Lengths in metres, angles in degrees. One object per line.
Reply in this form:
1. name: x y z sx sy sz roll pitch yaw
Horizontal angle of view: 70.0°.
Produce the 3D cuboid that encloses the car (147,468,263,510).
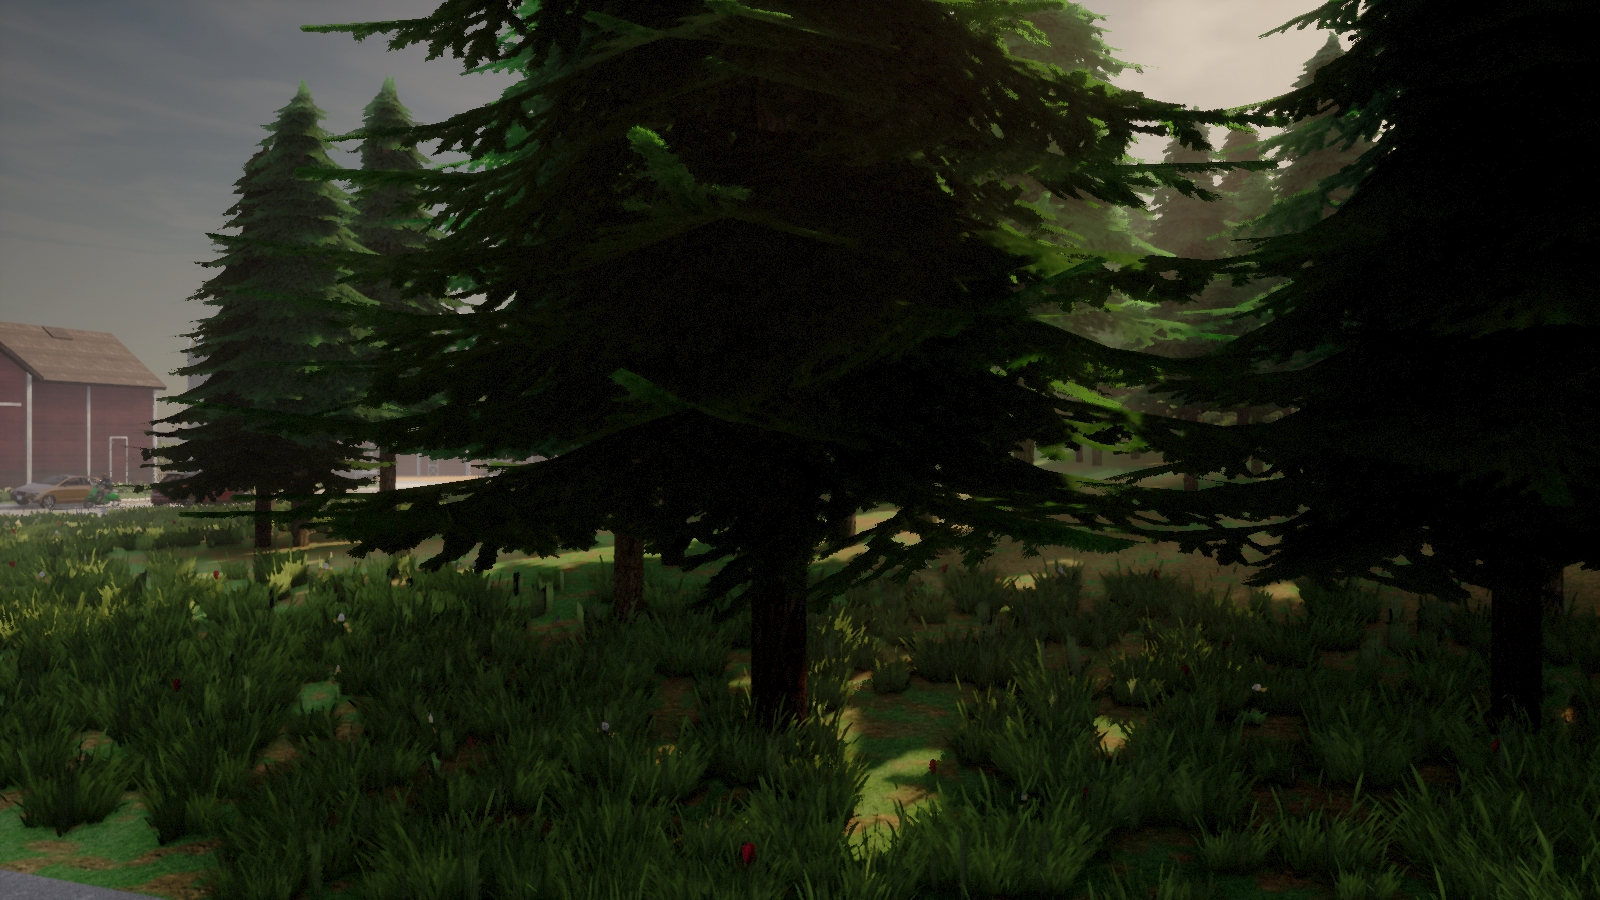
1. car: -27.723 1.773 53.415 2.097 1.767 4.553 0 0 20
